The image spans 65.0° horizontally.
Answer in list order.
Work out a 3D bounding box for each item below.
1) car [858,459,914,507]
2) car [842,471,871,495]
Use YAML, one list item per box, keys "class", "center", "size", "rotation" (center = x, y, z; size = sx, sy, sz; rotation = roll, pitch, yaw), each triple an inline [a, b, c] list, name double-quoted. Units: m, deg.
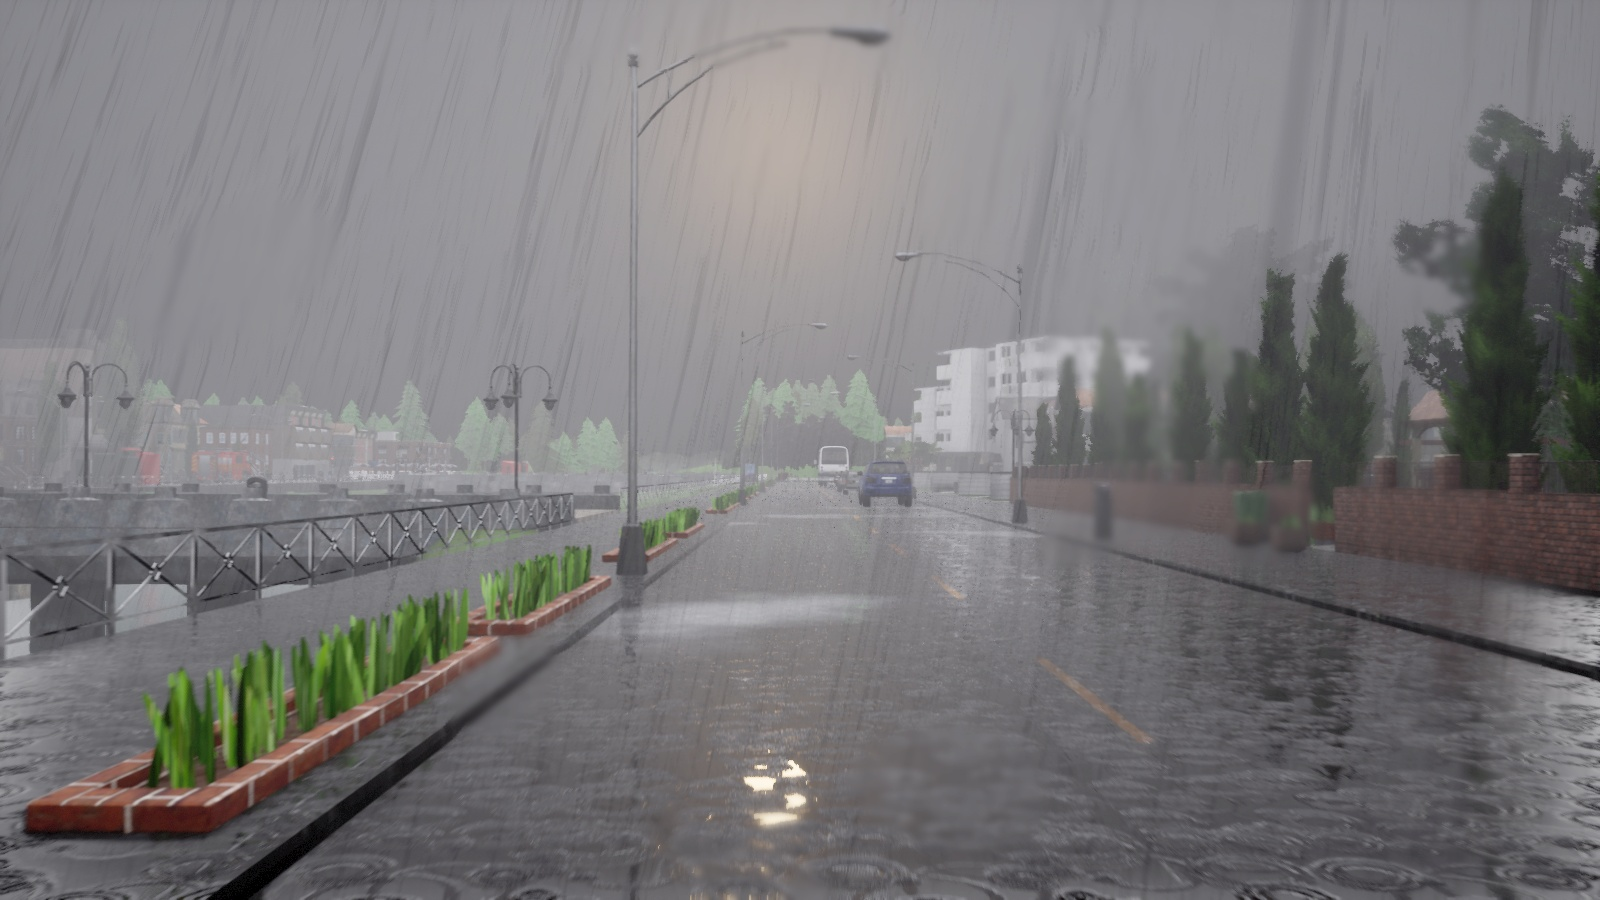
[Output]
- class: "car"
  center: [3.865, 1.478, 57.364]
  size: [2.150, 2.045, 5.566]
  rotation: [0, -1, 0]
- class: "car"
  center: [3.801, 2.201, 85.013]
  size: [1.789, 1.549, 3.705]
  rotation: [0, -1, 0]
